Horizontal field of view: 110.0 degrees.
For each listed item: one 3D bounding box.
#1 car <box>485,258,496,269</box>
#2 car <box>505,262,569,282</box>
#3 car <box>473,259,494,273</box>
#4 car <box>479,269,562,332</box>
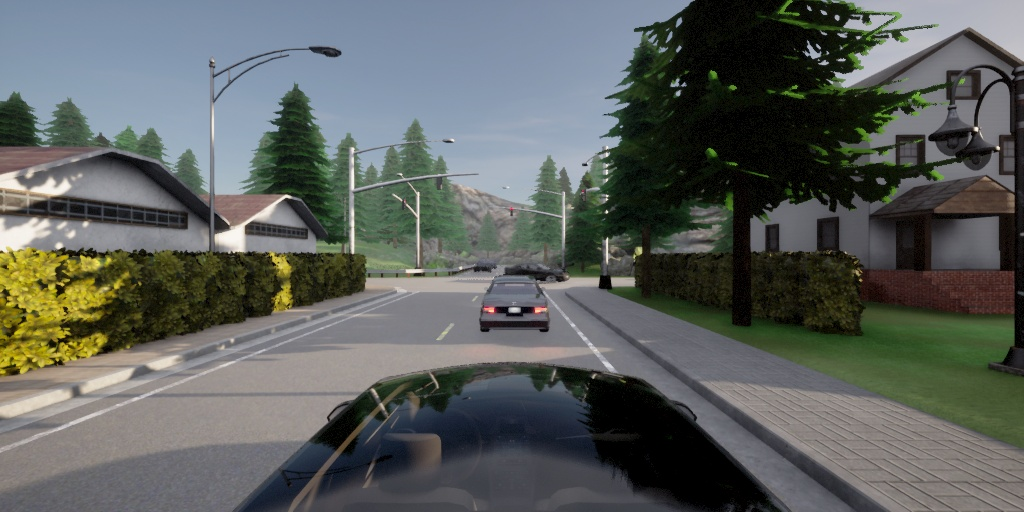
[{"bbox_3d":[-3.628,1.101,57.110,2.097,1.767,4.553,0,0,0],"label":"car"},{"bbox_3d":[1.788,1.220,27.009,5.008,1.535,1.882,0,2,29],"label":"car"},{"bbox_3d":[-3.560,1.351,43.255,1.895,1.301,4.718,0,0,0],"label":"car"},{"bbox_3d":[0.077,1.297,10.807,2.033,1.411,5.357,0,0,0],"label":"car"}]
